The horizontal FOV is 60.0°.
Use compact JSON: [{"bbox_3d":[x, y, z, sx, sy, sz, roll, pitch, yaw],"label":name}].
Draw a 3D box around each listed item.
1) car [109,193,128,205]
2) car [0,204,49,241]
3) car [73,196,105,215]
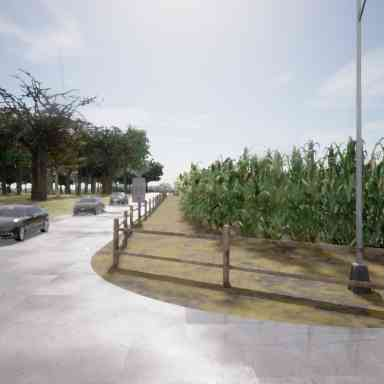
[{"bbox_3d":[-9.488,0.852,43.386,2.128,1.511,4.902,1,1,-2],"label":"car"},{"bbox_3d":[-8.305,1.353,15.688,1.837,1.490,4.892,1,1,-4],"label":"car"},{"bbox_3d":[-8.923,1.161,29.137,1.837,1.490,4.892,1,0,-2],"label":"car"}]
